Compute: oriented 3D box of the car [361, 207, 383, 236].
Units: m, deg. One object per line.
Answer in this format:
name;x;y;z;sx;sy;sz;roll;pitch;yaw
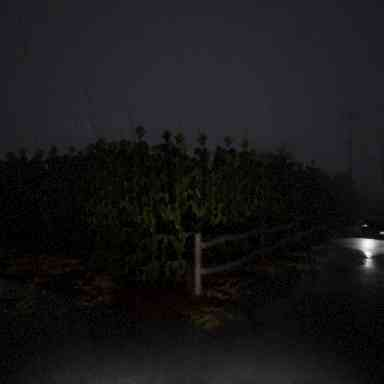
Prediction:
car;10.240;1.504;17.621;2.033;1.411;5.357;0;0;33
